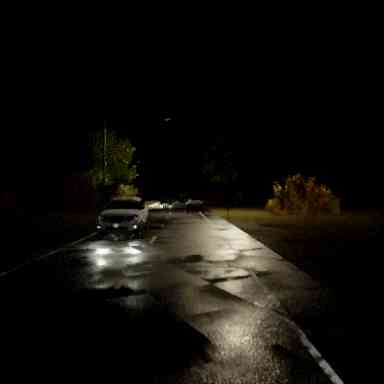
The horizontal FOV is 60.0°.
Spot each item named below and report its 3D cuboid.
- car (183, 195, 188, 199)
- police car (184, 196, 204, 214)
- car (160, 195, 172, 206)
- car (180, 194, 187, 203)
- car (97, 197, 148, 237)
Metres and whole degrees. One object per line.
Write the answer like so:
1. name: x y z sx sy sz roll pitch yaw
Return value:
1. car: -0.118 1.736 54.334 1.882 1.535 5.008 0 0 -2
2. police car: 0.332 1.617 38.450 1.930 1.638 5.238 0 0 -2
3. car: -4.948 1.515 63.747 2.150 2.045 5.566 0 0 -1
4. car: -1.686 1.729 73.104 2.033 1.411 5.357 0 0 -2
5. car: -3.813 1.328 19.204 2.150 2.045 5.566 0 0 -1
